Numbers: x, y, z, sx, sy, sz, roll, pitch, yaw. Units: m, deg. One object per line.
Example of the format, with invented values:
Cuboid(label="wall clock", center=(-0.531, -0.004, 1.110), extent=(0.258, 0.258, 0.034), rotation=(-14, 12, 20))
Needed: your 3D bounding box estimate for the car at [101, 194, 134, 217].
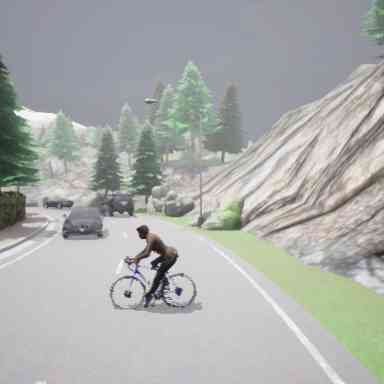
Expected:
Cuboid(label="car", center=(-7.259, 1.216, 31.884), extent=(2.150, 2.045, 5.566), rotation=(0, -1, -27))

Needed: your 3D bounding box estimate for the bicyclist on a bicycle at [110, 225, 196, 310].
Cuboid(label="bicyclist on a bicycle", center=(-0.751, 1.454, 6.348), extent=(1.656, 1.620, 0.582), rotation=(-2, 0, -3))

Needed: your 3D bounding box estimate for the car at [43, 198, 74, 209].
Cuboid(label="car", center=(-17.419, 1.489, 43.303), extent=(4.902, 1.511, 2.128), rotation=(0, 0, 34))

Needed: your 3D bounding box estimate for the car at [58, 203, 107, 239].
Cuboid(label="car", center=(-5.569, 1.506, 17.467), extent=(1.837, 1.490, 4.892), rotation=(0, -1, -14))
